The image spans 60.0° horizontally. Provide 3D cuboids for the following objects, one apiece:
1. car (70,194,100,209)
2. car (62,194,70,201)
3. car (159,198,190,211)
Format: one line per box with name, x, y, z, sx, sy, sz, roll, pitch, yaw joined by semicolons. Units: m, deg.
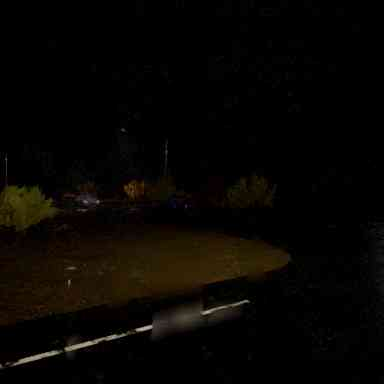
car;-13.520;1.170;42.556;2.097;1.767;4.553;0;0;-37
car;-26.215;1.112;70.863;1.882;1.535;5.008;0;0;-37
car;-2.057;1.378;39.025;1.812;1.442;4.674;0;0;-37
